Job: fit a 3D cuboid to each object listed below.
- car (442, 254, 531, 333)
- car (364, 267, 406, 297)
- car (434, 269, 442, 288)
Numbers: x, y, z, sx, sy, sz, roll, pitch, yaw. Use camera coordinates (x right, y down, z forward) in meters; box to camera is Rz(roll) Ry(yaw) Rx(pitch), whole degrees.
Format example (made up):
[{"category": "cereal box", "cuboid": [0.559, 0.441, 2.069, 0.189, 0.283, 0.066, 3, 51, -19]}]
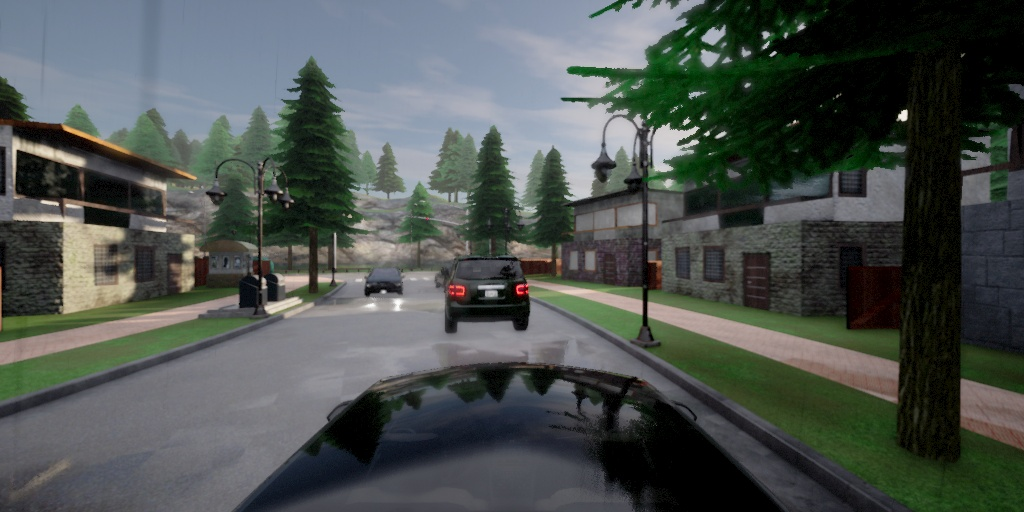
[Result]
[{"category": "car", "cuboid": [-0.946, 0.971, 10.959, 2.150, 2.045, 5.566, 0, 0, -10]}, {"category": "car", "cuboid": [-6.807, 1.297, 19.349, 2.033, 1.411, 5.357, 0, 0, -17]}, {"category": "car", "cuboid": [-3.340, 1.297, 21.161, 2.033, 1.411, 5.357, 0, 0, -21]}]
